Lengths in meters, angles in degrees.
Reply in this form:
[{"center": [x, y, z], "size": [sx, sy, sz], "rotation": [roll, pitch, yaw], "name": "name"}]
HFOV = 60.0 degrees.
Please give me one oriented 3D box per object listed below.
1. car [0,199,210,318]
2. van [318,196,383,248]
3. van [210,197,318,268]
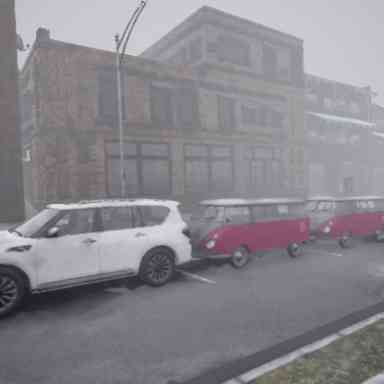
[{"center": [-2.607, 1.215, 7.719], "size": [5.566, 2.045, 2.435], "rotation": [-1, 0, -35], "name": "car"}, {"center": [6.391, 1.147, 14.056], "size": [4.442, 1.987, 1.878], "rotation": [-1, 0, -35], "name": "van"}, {"center": [1.855, 1.196, 10.863], "size": [4.442, 1.987, 1.878], "rotation": [-1, 0, -35], "name": "van"}]
